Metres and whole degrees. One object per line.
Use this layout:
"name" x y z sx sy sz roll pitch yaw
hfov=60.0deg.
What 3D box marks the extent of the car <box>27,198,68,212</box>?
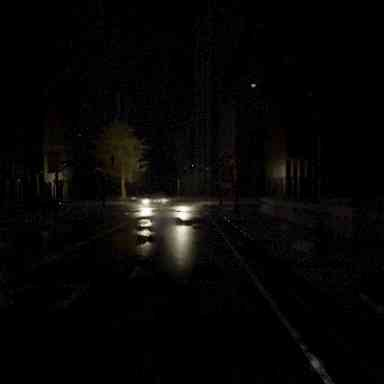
"car" -17.729 1.480 40.976 4.553 1.767 2.097 -1 0 0
